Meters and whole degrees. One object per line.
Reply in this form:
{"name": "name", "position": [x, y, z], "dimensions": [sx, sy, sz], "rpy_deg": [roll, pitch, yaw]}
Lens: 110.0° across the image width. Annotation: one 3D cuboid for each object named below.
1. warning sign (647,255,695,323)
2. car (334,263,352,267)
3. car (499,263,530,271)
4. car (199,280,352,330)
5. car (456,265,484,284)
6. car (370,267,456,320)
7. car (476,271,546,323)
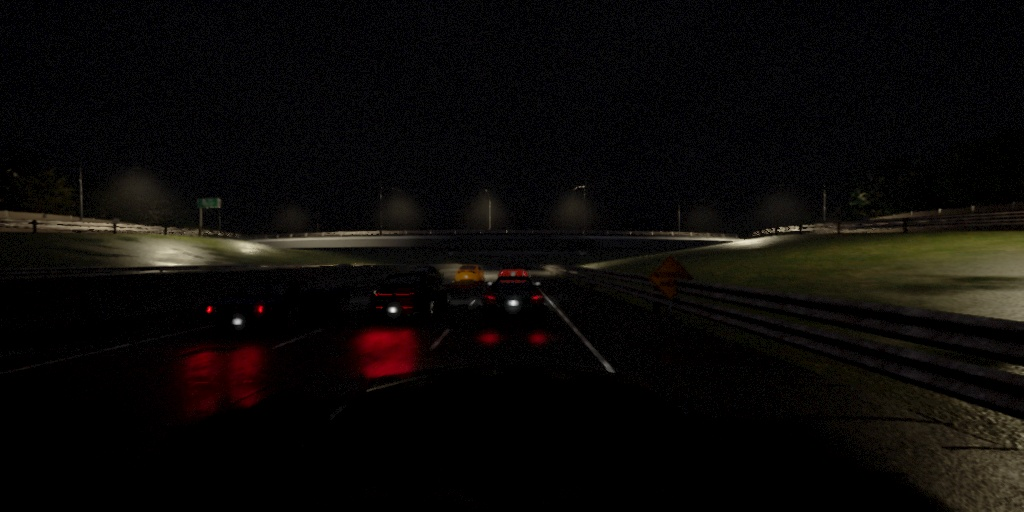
{"name": "warning sign", "position": [4.549, 0.901, 10.323], "dimensions": [1.300, 1.860, 1.060], "rpy_deg": [0, 0, 0]}
{"name": "car", "position": [-23.886, 1.818, 50.853], "dimensions": [1.882, 1.535, 5.008], "rpy_deg": [0, -1, 3]}
{"name": "car", "position": [0.102, 1.299, 27.482], "dimensions": [2.097, 1.767, 4.553], "rpy_deg": [0, -1, 1]}
{"name": "car", "position": [-6.938, 1.394, 11.305], "dimensions": [1.895, 1.301, 4.718], "rpy_deg": [0, 0, 0]}
{"name": "car", "position": [-3.372, 1.451, 29.306], "dimensions": [1.882, 1.535, 5.008], "rpy_deg": [0, -1, 1]}
{"name": "car", "position": [-3.431, 1.309, 12.801], "dimensions": [1.837, 1.490, 4.892], "rpy_deg": [0, 0, 0]}
{"name": "car", "position": [0.067, 1.363, 12.413], "dimensions": [1.994, 1.385, 4.181], "rpy_deg": [0, -1, 1]}
